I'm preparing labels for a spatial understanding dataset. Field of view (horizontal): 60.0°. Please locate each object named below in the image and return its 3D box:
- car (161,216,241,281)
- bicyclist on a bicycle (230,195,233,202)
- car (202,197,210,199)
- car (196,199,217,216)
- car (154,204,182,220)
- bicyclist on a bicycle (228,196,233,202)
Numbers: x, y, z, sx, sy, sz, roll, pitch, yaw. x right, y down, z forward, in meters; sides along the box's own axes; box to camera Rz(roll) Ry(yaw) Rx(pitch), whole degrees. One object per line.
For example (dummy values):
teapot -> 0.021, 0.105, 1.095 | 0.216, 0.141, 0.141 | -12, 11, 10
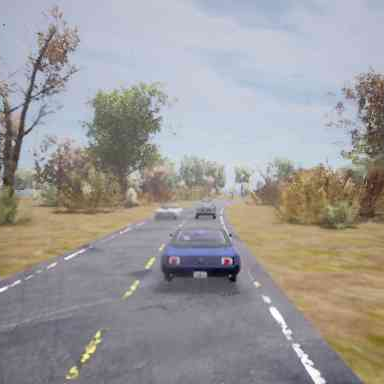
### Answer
car -> 0.264, 1.638, 9.928 | 1.895, 1.301, 4.718 | 0, 0, 2
bicyclist on a bicycle -> 10.937, 1.750, 91.029 | 0.659, 1.776, 1.843 | 0, 0, 12
car -> 2.930, 1.797, 69.848 | 2.128, 1.511, 4.902 | 0, 0, 9
car -> 1.390, 1.668, 31.587 | 2.033, 1.411, 5.357 | 0, 0, 5
car -> -2.008, 1.710, 28.885 | 1.895, 1.301, 4.718 | 0, 0, 4
bicyclist on a bicycle -> 9.095, 1.793, 82.273 | 0.582, 1.620, 1.656 | 0, -1, 11
